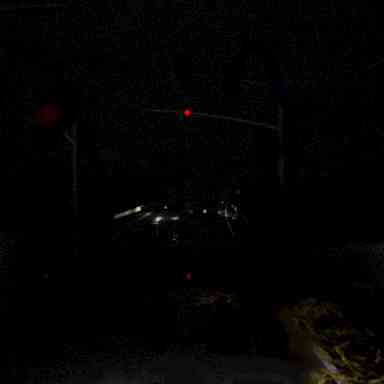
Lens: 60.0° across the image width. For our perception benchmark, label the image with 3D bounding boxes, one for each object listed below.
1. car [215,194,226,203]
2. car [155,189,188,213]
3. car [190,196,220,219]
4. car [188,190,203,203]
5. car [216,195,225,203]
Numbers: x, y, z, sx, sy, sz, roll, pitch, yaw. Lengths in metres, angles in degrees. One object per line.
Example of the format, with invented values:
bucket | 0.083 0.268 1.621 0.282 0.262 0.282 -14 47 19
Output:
car | 4.774 1.182 58.923 1.812 1.442 4.674 0 -2 7
car | -2.053 0.846 32.168 2.150 2.045 5.566 0 3 6
car | 1.159 1.379 28.054 1.994 1.385 4.181 0 3 5
car | 0.498 0.683 53.648 2.150 2.045 5.566 0 -2 8
car | 5.994 1.444 69.017 1.882 1.535 5.008 0 -1 6
